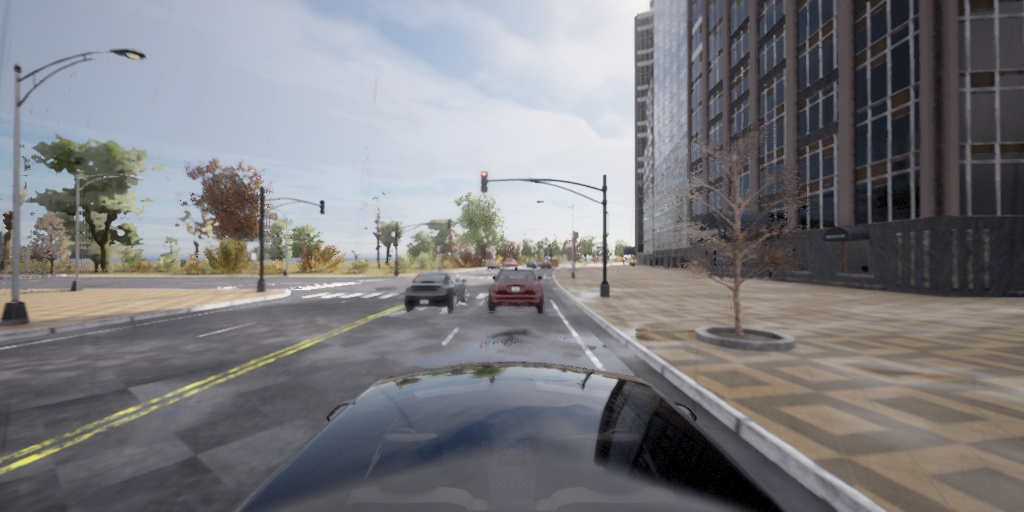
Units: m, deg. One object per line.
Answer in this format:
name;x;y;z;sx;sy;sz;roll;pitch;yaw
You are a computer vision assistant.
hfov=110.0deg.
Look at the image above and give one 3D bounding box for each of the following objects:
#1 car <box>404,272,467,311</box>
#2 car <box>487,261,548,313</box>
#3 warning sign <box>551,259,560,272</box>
car;-3.096;1.397;15.202;1.837;1.490;4.892;0;0;1
car;0.227;1.240;15.021;2.097;1.767;4.553;0;-1;3
warning sign;6.538;1.420;54.080;1.300;1.860;1.060;0;0;8
